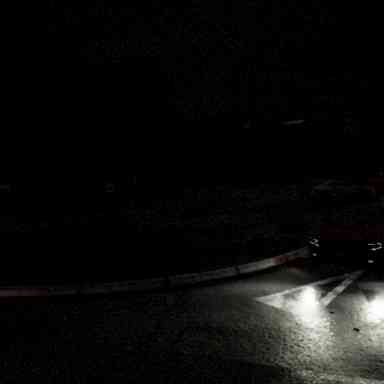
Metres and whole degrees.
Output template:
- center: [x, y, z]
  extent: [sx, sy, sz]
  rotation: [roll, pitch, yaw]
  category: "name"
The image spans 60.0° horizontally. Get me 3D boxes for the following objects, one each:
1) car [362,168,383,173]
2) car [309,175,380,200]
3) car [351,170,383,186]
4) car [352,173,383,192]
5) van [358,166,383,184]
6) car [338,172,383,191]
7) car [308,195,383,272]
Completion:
- center: [15.374, -0.924, 30.648]
  extent: [4.553, 1.767, 2.185]
  rotation: [-3, 4, 19]
  category: "car"
- center: [11.684, -0.217, 26.086]
  extent: [4.674, 1.452, 2.002]
  rotation: [-3, 3, 19]
  category: "car"
- center: [20.867, -1.609, 37.546]
  extent: [5.008, 1.535, 2.097]
  rotation: [-3, 4, 19]
  category: "car"
- center: [13.548, -0.500, 28.371]
  extent: [4.792, 1.488, 2.163]
  rotation: [-3, 4, 19]
  category: "car"
- center: [22.583, -2.098, 39.848]
  extent: [4.442, 1.987, 1.878]
  rotation: [-3, 4, 19]
  category: "van"
- center: [17.166, -1.037, 32.970]
  extent: [4.792, 1.488, 2.163]
  rotation: [-3, 4, 19]
  category: "car"
- center: [5.132, 1.099, 9.930]
  extent: [1.882, 1.535, 5.008]
  rotation: [0, 3, 40]
  category: "car"
